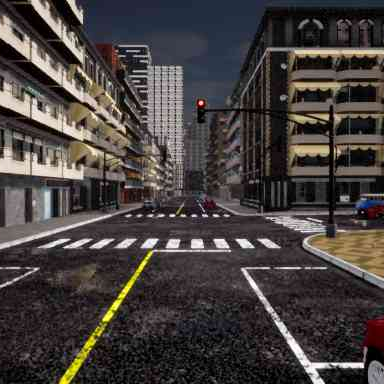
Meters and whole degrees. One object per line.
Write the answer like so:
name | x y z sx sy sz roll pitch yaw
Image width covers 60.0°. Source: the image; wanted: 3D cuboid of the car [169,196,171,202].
car | -5.812 1.609 67.385 1.802 1.307 4.206 -1 0 0

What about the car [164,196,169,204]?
car | -5.804 1.463 61.857 1.967 1.590 4.097 -1 0 0

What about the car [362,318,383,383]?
car | 2.681 1.544 1.811 1.887 1.381 4.507 0 0 0

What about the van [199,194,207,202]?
van | 2.547 1.379 78.449 1.690 1.788 3.998 -1 0 0

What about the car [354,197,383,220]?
car | 14.708 1.294 24.816 4.181 1.385 1.994 -1 0 -1

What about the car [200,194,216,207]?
car | 2.596 1.454 50.810 1.967 1.590 4.097 -1 0 0

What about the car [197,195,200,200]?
car | 2.569 1.578 67.394 2.008 1.369 4.403 -1 0 0

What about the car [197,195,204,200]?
car | 2.521 1.603 95.033 1.887 1.381 4.507 -1 0 0

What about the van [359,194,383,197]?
van | 15.596 1.035 27.404 3.998 1.788 1.690 -1 1 -1

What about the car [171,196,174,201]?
car | -5.831 1.563 78.270 1.752 1.417 4.829 -1 0 0

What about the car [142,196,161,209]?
car | -5.773 1.561 45.273 2.008 1.369 4.403 0 0 0

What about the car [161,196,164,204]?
car | -5.783 1.580 50.801 1.947 1.339 4.313 0 0 0

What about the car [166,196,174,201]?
car | -5.850 1.633 89.496 1.802 1.307 4.206 -1 0 0
